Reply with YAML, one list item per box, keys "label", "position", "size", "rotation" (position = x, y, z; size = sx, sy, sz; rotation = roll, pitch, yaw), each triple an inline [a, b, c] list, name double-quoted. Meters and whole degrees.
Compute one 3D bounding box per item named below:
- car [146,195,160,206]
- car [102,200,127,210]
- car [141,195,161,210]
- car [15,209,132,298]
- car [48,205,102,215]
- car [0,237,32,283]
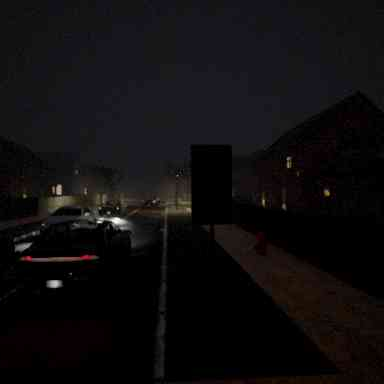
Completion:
- label: "car"
  position: [-5.684, 1.227, 49.338]
  size: [1.837, 1.490, 4.892]
  rotation: [0, 0, -4]
- label: "car"
  position: [-7.110, 1.419, 30.003]
  size: [1.895, 1.301, 4.718]
  rotation: [0, 0, -4]
- label: "car"
  position: [-4.900, 1.250, 39.297]
  size: [2.128, 1.511, 4.902]
  rotation: [0, 0, -3]
- label: "car"
  position: [-2.671, 1.434, 8.439]
  size: [2.128, 1.511, 4.902]
  rotation: [0, 0, -4]
- label: "car"
  position: [-6.165, 1.422, 17.077]
  size: [1.812, 1.442, 4.674]
  rotation: [0, 1, -4]
- label: "car"
  position: [-5.466, 1.517, 6.573]
  size: [2.033, 1.411, 5.357]
  rotation: [0, 0, -2]
